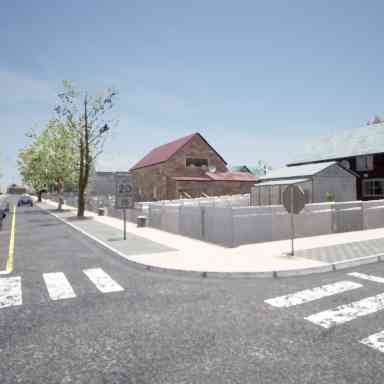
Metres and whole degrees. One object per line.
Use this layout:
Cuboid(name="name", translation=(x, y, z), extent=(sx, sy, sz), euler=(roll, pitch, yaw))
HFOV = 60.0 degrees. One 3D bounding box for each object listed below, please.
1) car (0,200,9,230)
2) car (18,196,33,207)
Cuboid(name="car", translation=(-12.743, 1.498, 20.587), extent=(2.128, 1.511, 4.902), euler=(0, 0, -28))
Cuboid(name="car", translation=(-26.594, 1.361, 53.049), extent=(2.097, 1.767, 4.553), euler=(0, 0, -27))
